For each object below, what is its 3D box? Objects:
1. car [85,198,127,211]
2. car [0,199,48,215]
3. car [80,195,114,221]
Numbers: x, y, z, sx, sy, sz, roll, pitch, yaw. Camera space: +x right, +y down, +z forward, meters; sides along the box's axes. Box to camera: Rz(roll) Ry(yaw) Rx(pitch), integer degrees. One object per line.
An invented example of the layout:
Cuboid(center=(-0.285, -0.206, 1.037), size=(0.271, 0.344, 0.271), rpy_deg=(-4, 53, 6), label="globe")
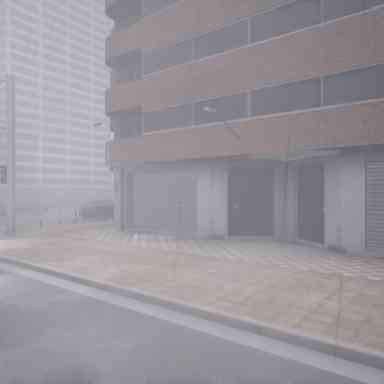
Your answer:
Cuboid(center=(-10.451, 1.505, 40.889), size=(1.837, 1.490, 4.892), rpy_deg=(0, 0, 37), label="car")
Cuboid(center=(-16.698, 1.505, 32.633), size=(1.837, 1.490, 4.892), rpy_deg=(0, 0, 37), label="car")
Cuboid(center=(-6.930, 1.353, 27.814), size=(2.097, 1.767, 4.553), rpy_deg=(0, 0, 37), label="car")
